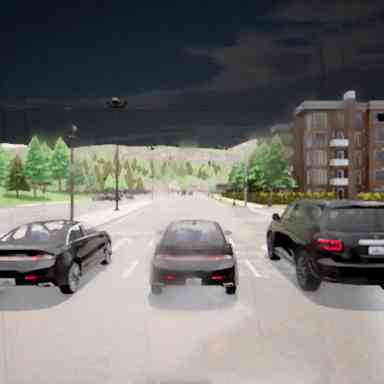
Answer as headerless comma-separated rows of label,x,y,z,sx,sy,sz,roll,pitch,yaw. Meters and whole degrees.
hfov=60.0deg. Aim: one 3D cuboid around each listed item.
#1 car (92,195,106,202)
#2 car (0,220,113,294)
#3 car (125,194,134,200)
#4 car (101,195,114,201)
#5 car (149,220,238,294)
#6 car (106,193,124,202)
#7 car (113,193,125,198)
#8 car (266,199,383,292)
car,-19.824,1.307,70.761,2.128,1.511,4.902,0,0,0
car,-3.447,1.464,8.666,2.128,1.511,4.902,0,0,0
car,-16.324,1.223,87.360,1.812,1.442,4.674,0,0,0
car,-19.824,1.353,78.222,1.895,1.301,4.718,0,0,0
car,0.053,1.464,8.663,2.128,1.511,4.902,0,0,0
car,-16.324,1.333,70.918,1.994,1.385,4.181,0,0,0
car,-19.824,0.936,90.032,2.128,1.511,4.902,0,0,0
car,3.555,1.194,9.002,2.150,2.045,5.566,0,0,1
